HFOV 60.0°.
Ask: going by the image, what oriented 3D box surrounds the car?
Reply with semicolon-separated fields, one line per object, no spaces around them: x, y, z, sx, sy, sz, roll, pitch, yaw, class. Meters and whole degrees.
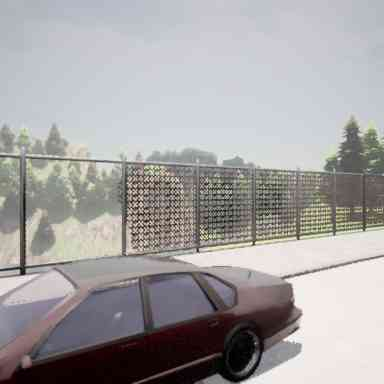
-0.982;1.548;3.914;5.357;1.411;2.033;0;0;-35;car
